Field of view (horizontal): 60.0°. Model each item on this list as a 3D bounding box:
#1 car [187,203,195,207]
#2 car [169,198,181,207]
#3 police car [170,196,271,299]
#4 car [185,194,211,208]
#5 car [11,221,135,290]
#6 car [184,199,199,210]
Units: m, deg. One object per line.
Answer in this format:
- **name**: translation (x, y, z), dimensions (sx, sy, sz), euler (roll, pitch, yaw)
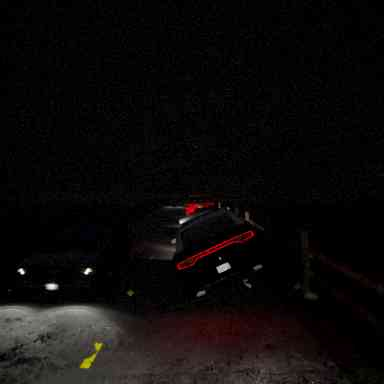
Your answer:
- **car**: translation (0.799, 1.569, 18.552), dimensions (1.812, 1.442, 4.674), euler (0, 0, 0)
- **car**: translation (-2.834, 1.777, 56.594), dimensions (1.837, 1.490, 4.892), euler (0, -1, 0)
- **police car**: translation (0.488, 1.210, 8.672), dimensions (1.930, 1.638, 5.238), euler (-25, 0, 0)
- **car**: translation (0.687, 1.239, 24.495), dimensions (2.150, 2.045, 5.566), euler (-3, -2, 3)
- **car**: translation (-2.859, 1.560, 9.451), dimensions (2.033, 1.411, 5.357), euler (0, 0, 0)
- **car**: translation (-0.055, 1.731, 46.487), dimensions (2.033, 1.411, 5.357), euler (0, 0, 0)
